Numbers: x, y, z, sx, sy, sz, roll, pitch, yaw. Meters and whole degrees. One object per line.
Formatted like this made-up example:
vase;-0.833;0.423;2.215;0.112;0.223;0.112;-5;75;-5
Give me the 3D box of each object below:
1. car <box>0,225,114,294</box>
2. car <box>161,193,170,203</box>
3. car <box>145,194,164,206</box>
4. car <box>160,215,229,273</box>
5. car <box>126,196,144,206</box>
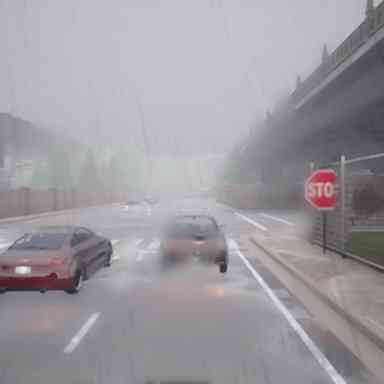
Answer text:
car;-3.439;1.563;8.802;1.994;1.385;4.181;0;0;0
car;-5.940;1.215;72.114;2.150;2.045;5.566;0;0;1
car;-6.255;1.497;56.056;1.837;1.490;4.892;0;0;1
car;0.068;1.488;10.626;2.128;1.511;4.902;0;0;0
car;-9.759;1.497;55.760;1.837;1.490;4.892;0;0;1
